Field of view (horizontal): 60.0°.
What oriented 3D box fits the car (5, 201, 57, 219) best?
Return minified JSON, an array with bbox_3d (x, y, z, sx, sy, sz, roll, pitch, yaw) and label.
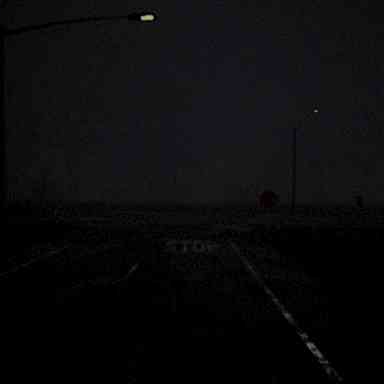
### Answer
[{"bbox_3d":[-13.994,1.485,28.211,4.902,1.511,2.128,1,1,0],"label":"car"}]
